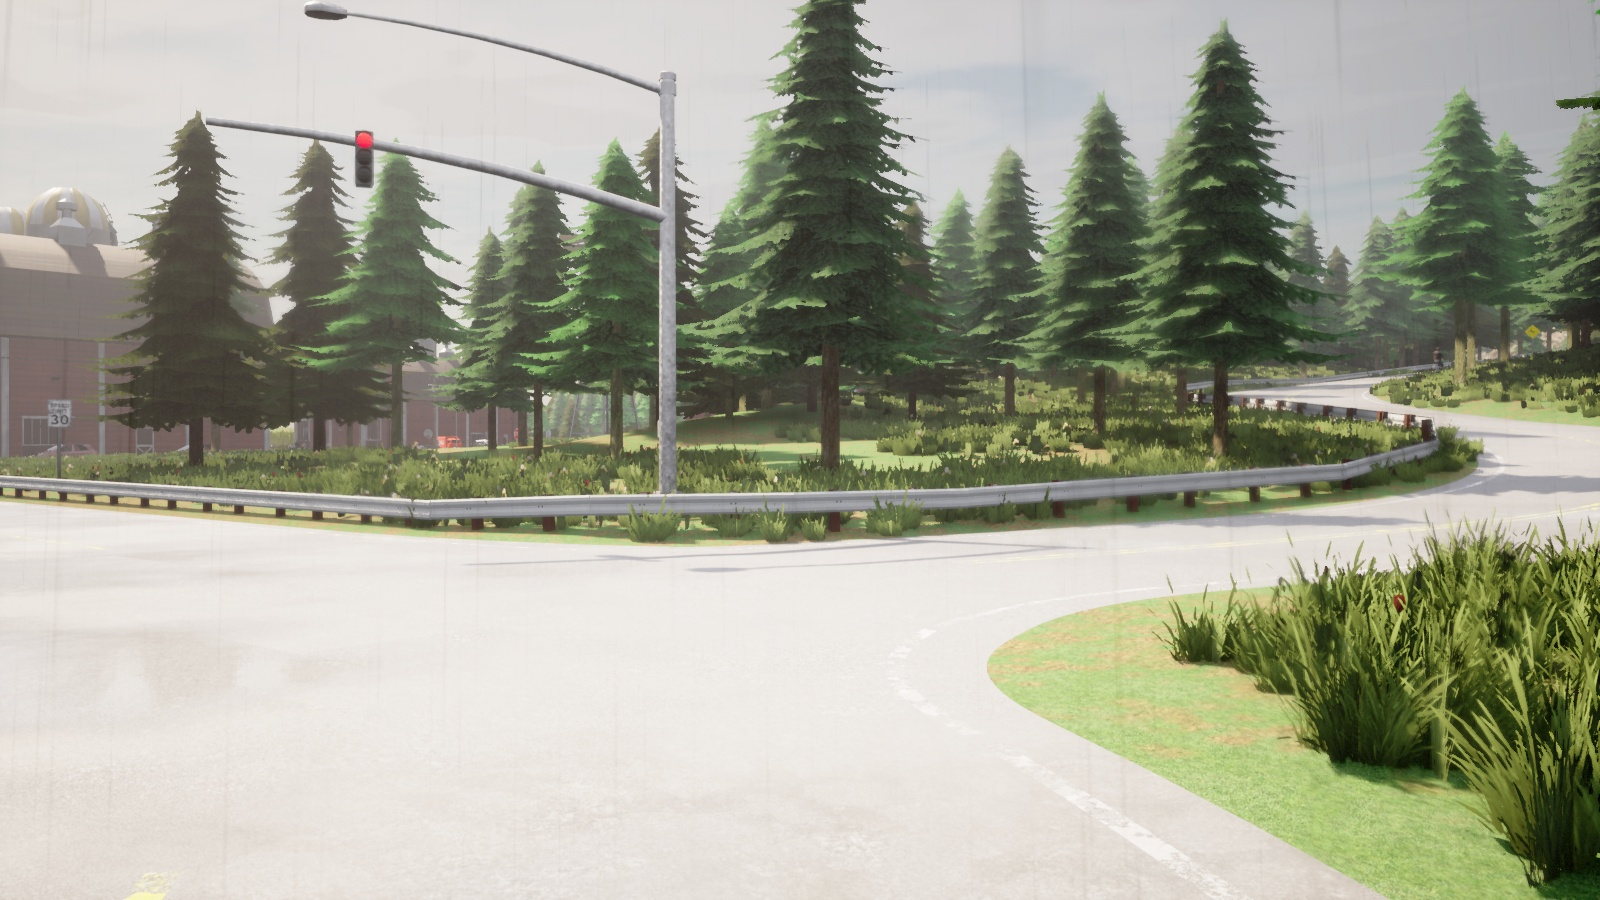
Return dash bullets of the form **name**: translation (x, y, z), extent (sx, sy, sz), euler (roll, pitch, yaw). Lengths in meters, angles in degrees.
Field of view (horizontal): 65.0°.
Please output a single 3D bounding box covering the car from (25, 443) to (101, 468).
- **car**: translation (-45.148, 0.316, 76.977), extent (1.845, 1.501, 3.633), euler (0, 0, 40)
